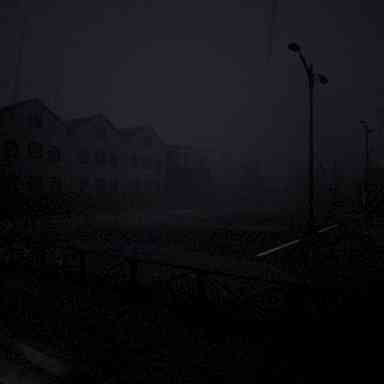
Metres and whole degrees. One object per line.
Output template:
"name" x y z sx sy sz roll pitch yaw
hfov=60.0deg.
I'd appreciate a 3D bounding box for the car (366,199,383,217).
"car" 15.375 1.298 26.844 2.007 1.523 4.514 0 0 35
